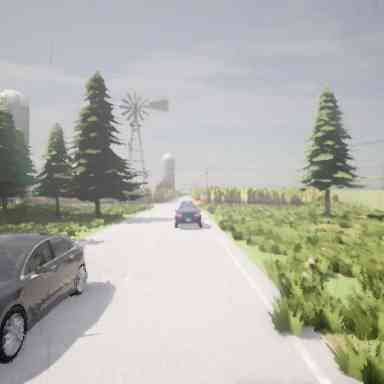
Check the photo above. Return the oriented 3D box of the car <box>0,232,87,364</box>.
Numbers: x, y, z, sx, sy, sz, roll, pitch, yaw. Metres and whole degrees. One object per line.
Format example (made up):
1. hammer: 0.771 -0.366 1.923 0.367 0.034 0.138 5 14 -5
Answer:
1. car: -3.349 1.570 6.000 1.837 1.490 4.892 -1 -1 -1

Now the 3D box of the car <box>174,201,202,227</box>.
1. car: -0.268 1.634 23.377 1.812 1.442 4.674 -1 0 -1

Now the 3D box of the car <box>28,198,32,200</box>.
1. car: -35.268 2.042 70.265 1.851 1.617 3.988 -1 0 -1

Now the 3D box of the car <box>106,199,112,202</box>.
1. car: -18.444 1.745 72.753 1.905 1.878 3.866 0 0 -32
